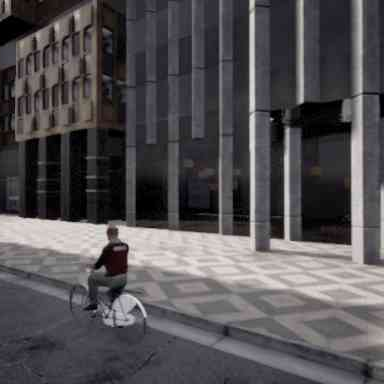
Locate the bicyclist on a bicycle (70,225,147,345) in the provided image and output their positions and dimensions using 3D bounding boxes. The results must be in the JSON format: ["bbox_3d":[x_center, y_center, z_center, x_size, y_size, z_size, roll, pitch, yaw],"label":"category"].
[{"bbox_3d":[-1.409,1.406,5.308,1.843,1.776,0.659,0,0,36],"label":"bicyclist on a bicycle"}]
